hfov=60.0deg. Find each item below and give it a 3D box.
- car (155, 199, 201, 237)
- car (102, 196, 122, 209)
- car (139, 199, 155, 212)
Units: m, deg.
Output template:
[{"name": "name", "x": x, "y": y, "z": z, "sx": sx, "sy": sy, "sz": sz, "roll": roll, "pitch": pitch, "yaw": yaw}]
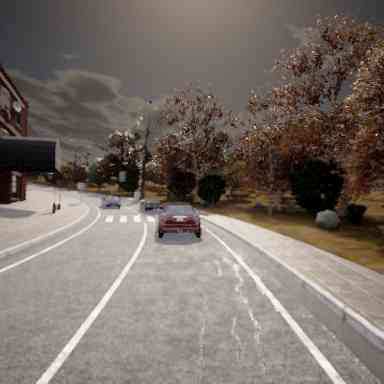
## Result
[{"name": "car", "x": -0.798, "y": 1.304, "z": 17.833, "sx": 2.097, "sy": 1.767, "sz": 4.553, "roll": 0, "pitch": 0, "yaw": -6}, {"name": "car", "x": -9.406, "y": 1.169, "z": 38.653, "sx": 2.033, "sy": 1.411, "sz": 5.357, "roll": 1, "pitch": 1, "yaw": -20}, {"name": "car", "x": -4.382, "y": 1.370, "z": 35.186, "sx": 1.895, "sy": 1.301, "sz": 4.718, "roll": 1, "pitch": 1, "yaw": -17}]
